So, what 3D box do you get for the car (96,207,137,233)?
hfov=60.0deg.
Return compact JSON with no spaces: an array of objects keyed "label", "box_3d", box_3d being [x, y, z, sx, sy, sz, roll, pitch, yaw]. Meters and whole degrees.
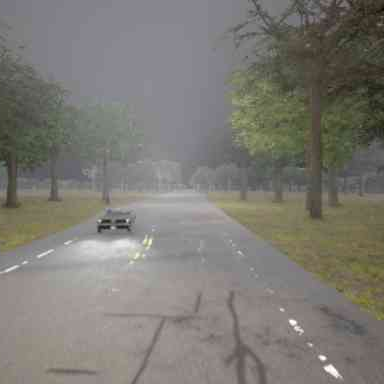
[{"label":"car","box_3d":[-4.289,1.557,19.453,1.895,1.301,4.718,0,0,-6]}]
